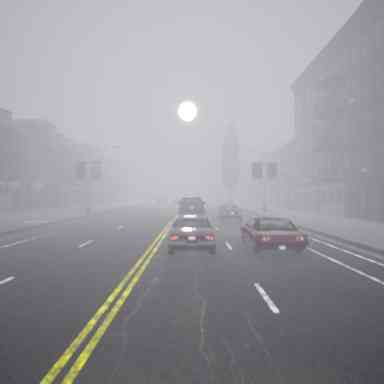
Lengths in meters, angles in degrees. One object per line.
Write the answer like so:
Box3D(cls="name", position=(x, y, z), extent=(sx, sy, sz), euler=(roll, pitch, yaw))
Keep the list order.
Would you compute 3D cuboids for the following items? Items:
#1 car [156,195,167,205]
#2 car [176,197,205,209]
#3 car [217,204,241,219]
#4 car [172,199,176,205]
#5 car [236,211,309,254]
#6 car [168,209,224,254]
Box3D(cls="car", position=(-6.535, 1.751, 71.794), extent=(2.150, 2.045, 5.566), euler=(0, -1, 0))
Box3D(cls="car", position=(-0.014, 1.410, 29.014), extent=(2.150, 2.045, 5.566), euler=(0, 0, 0))
Box3D(cls="car", position=(3.237, 1.741, 29.012), extent=(2.033, 1.411, 5.357), euler=(0, 0, 0))
Box3D(cls="car", position=(-3.284, 2.121, 71.791), extent=(1.895, 1.301, 4.718), euler=(0, -1, 0))
Box3D(cls="car", position=(3.246, 1.716, 14.130), extent=(1.895, 1.301, 4.718), euler=(0, 0, 0))
Box3D(cls="car", position=(-0.005, 1.662, 14.008), extent=(2.033, 1.411, 5.357), euler=(0, 0, 0))
